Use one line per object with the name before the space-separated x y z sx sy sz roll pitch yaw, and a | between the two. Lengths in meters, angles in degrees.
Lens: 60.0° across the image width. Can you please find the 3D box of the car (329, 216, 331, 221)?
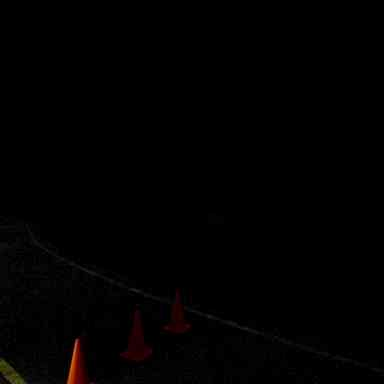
car | 35.621 6.632 82.730 1.851 1.617 3.988 -4 -3 4

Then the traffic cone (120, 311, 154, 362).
traffic cone | -0.758 1.938 4.585 0.340 0.580 0.340 1 1 31

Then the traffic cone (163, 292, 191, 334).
traffic cone | -0.238 1.931 5.435 0.340 0.580 0.340 1 1 31

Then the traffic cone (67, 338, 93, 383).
traffic cone | -1.277 1.945 3.735 0.340 0.580 0.340 1 1 31
